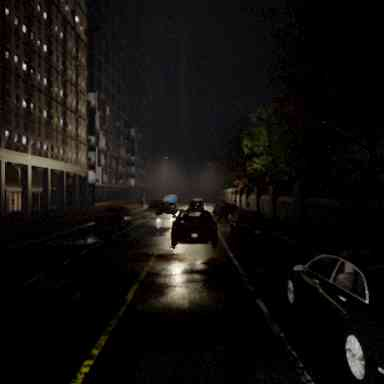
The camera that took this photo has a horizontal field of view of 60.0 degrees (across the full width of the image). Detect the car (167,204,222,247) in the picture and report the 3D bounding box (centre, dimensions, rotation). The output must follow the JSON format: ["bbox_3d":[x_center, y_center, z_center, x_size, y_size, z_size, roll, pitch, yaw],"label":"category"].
[{"bbox_3d":[0.101,1.510,15.158,1.882,1.535,5.008,0,0,0],"label":"car"}]

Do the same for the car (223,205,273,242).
[{"bbox_3d":[2.785,1.580,16.422,1.887,1.381,4.507,0,0,1],"label":"car"}]

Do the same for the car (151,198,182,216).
[{"bbox_3d":[-2.487,1.620,33.321,2.033,1.411,5.357,0,0,1],"label":"car"}]

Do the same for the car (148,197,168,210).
[{"bbox_3d":[-4.797,1.665,44.815,1.947,1.339,4.313,0,0,1],"label":"car"}]

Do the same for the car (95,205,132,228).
[{"bbox_3d":[-5.181,1.592,22.314,1.887,1.381,4.507,0,0,1],"label":"car"}]

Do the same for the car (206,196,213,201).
[{"bbox_3d":[4.753,1.778,89.773,1.947,1.339,4.313,0,0,3],"label":"car"}]

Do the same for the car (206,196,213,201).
[{"bbox_3d":[4.509,1.742,84.132,1.887,1.381,4.507,0,0,3],"label":"car"}]

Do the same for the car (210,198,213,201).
[{"bbox_3d":[3.006,1.598,33.513,1.752,1.417,4.829,0,0,1],"label":"car"}]

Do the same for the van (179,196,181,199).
[{"bbox_3d":[-3.965,1.509,72.952,1.690,1.788,3.998,0,0,2],"label":"van"}]

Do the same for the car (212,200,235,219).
[{"bbox_3d":[2.915,1.605,27.703,1.887,1.381,4.507,0,0,1],"label":"car"}]

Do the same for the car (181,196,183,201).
[{"bbox_3d":[-3.521,1.763,84.198,1.947,1.339,4.313,0,0,2],"label":"car"}]

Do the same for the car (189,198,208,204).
[{"bbox_3d":[0.473,1.630,37.510,2.033,1.411,5.357,0,0,1],"label":"car"}]

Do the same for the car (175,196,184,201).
[{"bbox_3d":[-3.278,1.762,89.829,2.008,1.369,4.403,0,0,2],"label":"car"}]

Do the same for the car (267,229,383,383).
[{"bbox_3d":[2.718,1.562,5.142,2.008,1.369,4.403,0,0,0],"label":"car"}]

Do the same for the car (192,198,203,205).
[{"bbox_3d":[1.070,1.740,61.350,1.895,1.301,4.718,0,0,2],"label":"car"}]

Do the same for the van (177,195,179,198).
[{"bbox_3d":[-4.160,1.495,67.327,1.690,1.788,3.998,0,0,2],"label":"van"}]

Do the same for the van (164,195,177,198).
[{"bbox_3d":[-4.343,1.481,61.694,1.690,1.788,3.998,0,0,2],"label":"van"}]
